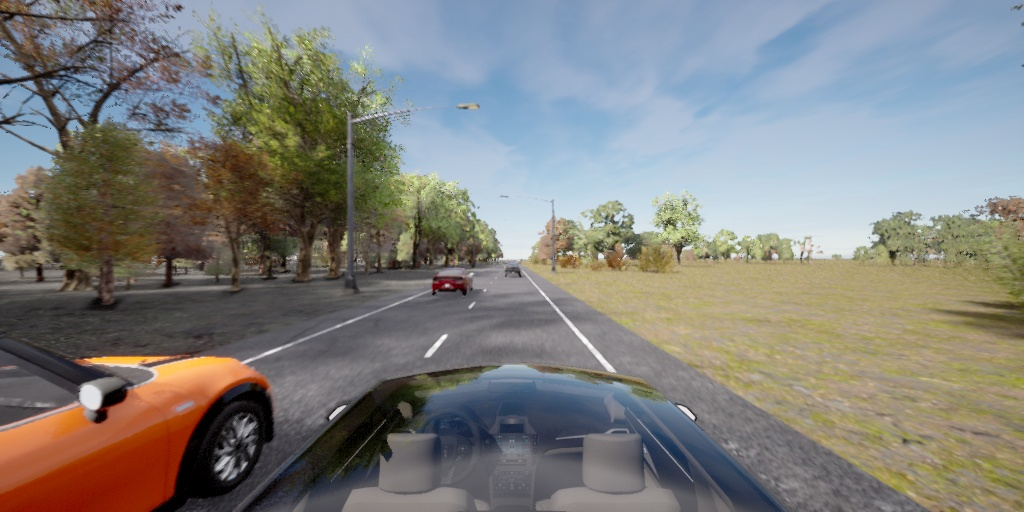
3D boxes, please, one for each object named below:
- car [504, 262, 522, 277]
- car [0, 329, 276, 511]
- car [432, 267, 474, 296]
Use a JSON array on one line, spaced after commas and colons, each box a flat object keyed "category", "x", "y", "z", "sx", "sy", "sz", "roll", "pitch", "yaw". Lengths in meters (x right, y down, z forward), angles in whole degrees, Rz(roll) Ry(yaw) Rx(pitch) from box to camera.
[{"category": "car", "x": 0.132, "y": 1.613, "z": 42.080, "sx": 1.837, "sy": 1.490, "sz": 4.892, "roll": 0, "pitch": -1, "yaw": 0}, {"category": "car", "x": -3.401, "y": 1.126, "z": 1.701, "sx": 2.097, "sy": 1.767, "sz": 4.553, "roll": 0, "pitch": -1, "yaw": 0}, {"category": "car", "x": -3.384, "y": 1.425, "z": 21.236, "sx": 1.882, "sy": 1.535, "sz": 5.008, "roll": 0, "pitch": -1, "yaw": 0}]
